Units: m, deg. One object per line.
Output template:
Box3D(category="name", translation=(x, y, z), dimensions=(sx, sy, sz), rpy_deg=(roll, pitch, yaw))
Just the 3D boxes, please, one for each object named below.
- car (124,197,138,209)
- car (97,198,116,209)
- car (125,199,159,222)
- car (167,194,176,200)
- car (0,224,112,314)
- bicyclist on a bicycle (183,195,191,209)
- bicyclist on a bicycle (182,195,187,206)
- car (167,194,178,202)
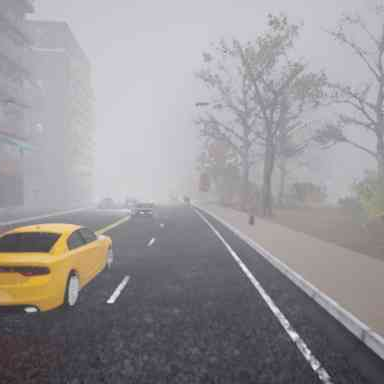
Box3D(category="car", translation=(-8.143, 1.466, 45.295), dimensions=(2.128, 1.511, 4.902), rpy_deg=(0, 0, -4))
Box3D(category="car", translation=(-11.346, 1.503, 44.491), dimensions=(1.812, 1.442, 4.674), rpy_deg=(0, 0, -4))
Box3D(category="car", translation=(-3.697, 1.533, 26.303), dimensions=(2.033, 1.411, 5.357), rpy_deg=(0, 0, -2))
Box3D(category="car", translation=(-5.406, 1.214, 86.114), dimensions=(1.882, 1.535, 5.008), rpy_deg=(0, 0, -8))
Box3D(category="car", translation=(-3.223, 1.476, 7.768), dimensions=(1.882, 1.535, 5.008), rpy_deg=(0, 0, -1))
Box3D(category="bicyclist on a bicycle", translation=(-0.444, 1.421, 42.109), dimensions=(0.582, 1.620, 1.656), rpy_deg=(0, 0, -4))
Box3D(category="bicyclist on a bicycle", translation=(-1.129, 1.328, 52.010), dimensions=(0.659, 1.776, 1.843), rpy_deg=(0, 0, -4))
Box3D(category="car", translation=(-4.038, 1.476, 73.982), dimensions=(2.033, 1.411, 5.357), rpy_deg=(0, 0, -6))
